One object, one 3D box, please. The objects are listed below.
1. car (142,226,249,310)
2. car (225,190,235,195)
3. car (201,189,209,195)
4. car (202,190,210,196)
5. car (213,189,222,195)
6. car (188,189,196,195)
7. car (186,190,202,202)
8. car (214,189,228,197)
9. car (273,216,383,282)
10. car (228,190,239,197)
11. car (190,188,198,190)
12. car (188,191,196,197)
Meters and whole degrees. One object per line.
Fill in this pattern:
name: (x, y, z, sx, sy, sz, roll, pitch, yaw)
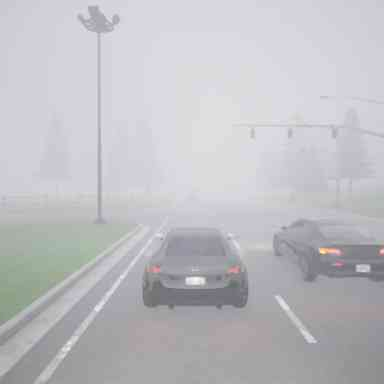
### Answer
car: (0.072, 1.454, 7.682, 1.994, 1.385, 4.181, 0, 1, 0)
car: (10.520, 0.078, 92.152, 2.033, 1.411, 5.357, 0, 1, 0)
car: (3.520, 0.063, 92.153, 2.128, 1.511, 4.902, 0, 1, 0)
car: (3.517, 0.391, 82.153, 1.994, 1.385, 4.181, 0, 1, 0)
car: (7.020, 0.016, 92.151, 1.882, 1.535, 5.008, 0, 1, 0)
car: (0.020, 0.063, 92.154, 2.128, 1.511, 4.902, 0, 1, 0)
car: (0.011, 0.828, 51.120, 2.033, 1.411, 5.357, 0, 1, 0)
car: (7.017, 0.362, 82.152, 1.812, 1.442, 4.674, 0, 1, 0)
car: (3.581, 1.394, 9.227, 1.812, 1.442, 4.674, 0, 1, 0)
car: (10.517, 0.362, 82.151, 1.812, 1.442, 4.674, 0, 1, 0)
car: (0.429, 0.282, 65.995, 2.150, 2.045, 5.566, 0, 0, 0)
car: (0.017, 0.433, 82.184, 1.895, 1.301, 4.718, 0, 1, 0)
